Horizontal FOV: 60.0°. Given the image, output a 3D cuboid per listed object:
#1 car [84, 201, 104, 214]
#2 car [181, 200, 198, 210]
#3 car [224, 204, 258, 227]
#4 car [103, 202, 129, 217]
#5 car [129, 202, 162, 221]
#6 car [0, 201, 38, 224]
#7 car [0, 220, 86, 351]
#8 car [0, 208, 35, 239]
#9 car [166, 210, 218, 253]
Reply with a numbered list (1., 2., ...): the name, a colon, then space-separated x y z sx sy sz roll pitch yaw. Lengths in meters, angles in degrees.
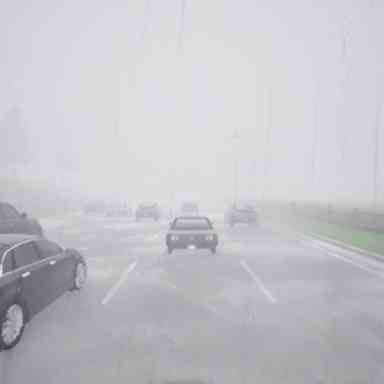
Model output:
1. car: -10.744 1.733 37.913 2.033 1.411 5.357 0 0 -1
2. car: -0.255 1.634 39.047 1.882 1.535 5.008 0 0 -1
3. car: 3.391 1.574 23.442 2.128 1.511 4.902 0 0 -1
4. car: -7.204 1.757 33.528 1.895 1.301 4.718 0 0 -1
5. car: -3.656 1.617 28.459 2.128 1.511 4.902 0 0 -1
6. car: -6.997 1.288 10.913 2.150 2.045 5.566 0 0 0
7. car: -3.492 1.541 6.211 1.837 1.490 4.892 0 0 0
8. car: -10.554 1.651 17.524 2.033 1.411 5.357 0 0 -1
9. car: -0.020 1.657 13.906 1.895 1.301 4.718 0 0 -1
